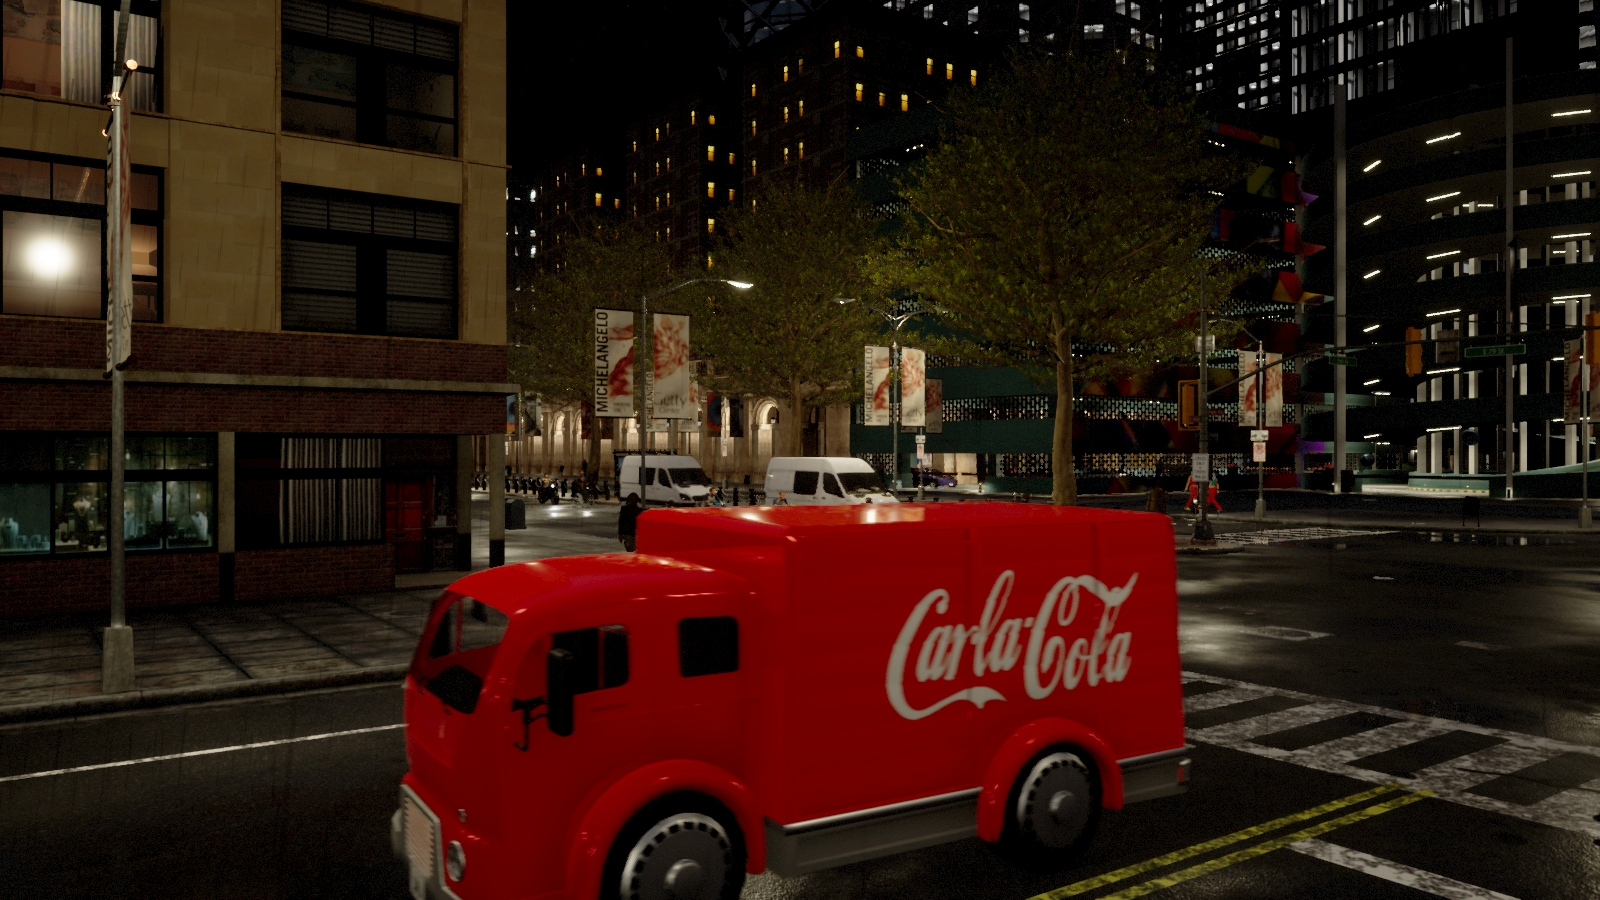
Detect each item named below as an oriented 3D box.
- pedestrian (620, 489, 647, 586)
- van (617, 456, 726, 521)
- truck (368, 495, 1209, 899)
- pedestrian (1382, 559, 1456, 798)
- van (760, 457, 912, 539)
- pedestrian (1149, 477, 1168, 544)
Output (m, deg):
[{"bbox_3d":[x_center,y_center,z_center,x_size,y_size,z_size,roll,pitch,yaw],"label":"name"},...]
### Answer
[{"bbox_3d":[-3.262,1.699,22.385,0.375,1.860,0.375,0,0,-36],"label":"pedestrian"},{"bbox_3d":[-5.521,1.534,48.334,1.988,2.561,5.915,0,0,-35],"label":"van"},{"bbox_3d":[0.017,1.651,7.909,5.204,2.467,2.627,0,0,-32],"label":"truck"},{"bbox_3d":[5.062,1.848,9.351,0.375,1.860,0.375,0,0,-17],"label":"pedestrian"},{"bbox_3d":[1.103,1.535,38.932,1.988,2.561,5.915,0,0,-35],"label":"van"},{"bbox_3d":[10.070,1.704,32.109,0.375,1.860,0.375,0,0,-35],"label":"pedestrian"}]
